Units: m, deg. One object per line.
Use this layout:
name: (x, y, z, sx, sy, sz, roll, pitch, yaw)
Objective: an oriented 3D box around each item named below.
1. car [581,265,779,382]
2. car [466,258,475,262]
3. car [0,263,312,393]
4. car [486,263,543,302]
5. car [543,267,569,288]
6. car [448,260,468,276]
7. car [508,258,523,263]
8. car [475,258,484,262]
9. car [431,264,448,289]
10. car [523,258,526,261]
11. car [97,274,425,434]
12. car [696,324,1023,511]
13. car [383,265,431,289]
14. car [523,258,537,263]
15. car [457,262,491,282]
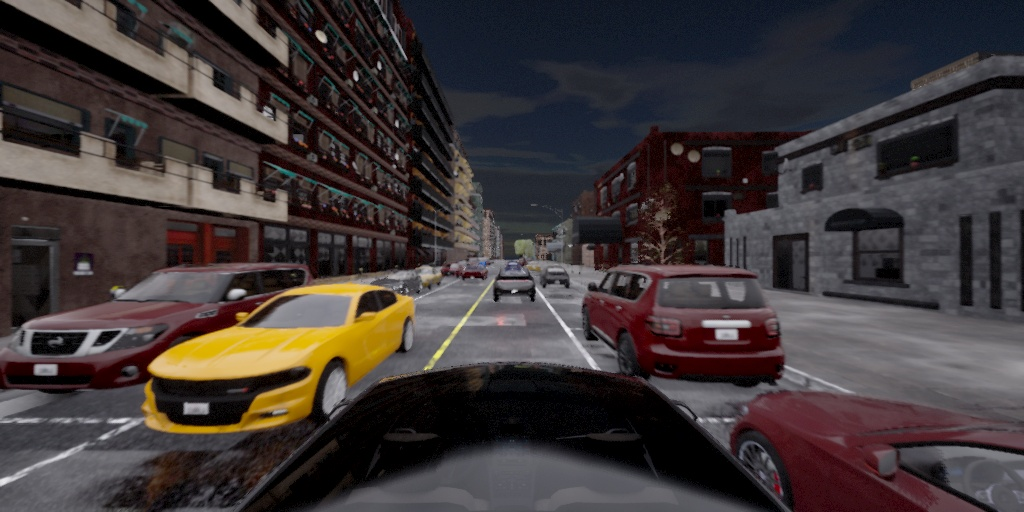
car: (2.692, 1.071, 6.886, 2.192, 1.841, 5.009, 0, 0, 0)
car: (-5.680, 1.254, 40.122, 1.967, 1.591, 4.097, 0, 0, 0)
car: (-5.689, 1.071, 6.887, 2.192, 1.841, 5.009, 0, 0, 0)
car: (0.105, 1.263, 17.311, 2.128, 1.511, 4.902, 0, 0, 0)
car: (2.697, 1.332, 23.503, 2.007, 1.370, 4.403, 0, 0, 0)
car: (-5.681, 1.348, 34.584, 1.888, 1.381, 4.507, 0, 0, 0)
car: (0.112, 1.347, 43.239, 1.812, 1.442, 4.674, 0, 0, 0)
car: (-5.677, 1.154, 51.201, 2.192, 1.841, 5.009, 0, 0, 0)
car: (-5.684, 1.307, 23.335, 1.751, 1.417, 4.829, 0, 0, 0)
car: (2.704, 1.390, 51.198, 2.007, 1.370, 4.403, 0, 0, 0)
car: (-3.078, 1.233, 6.008, 1.882, 1.535, 5.008, 0, 0, 0)
car: (2.690, 1.332, 1.347, 1.802, 1.307, 4.207, 0, 0, 0)
car: (-5.686, 1.323, 17.965, 2.007, 1.370, 4.403, 0, 0, 0)
car: (2.702, 1.352, 45.829, 1.751, 1.417, 4.829, 0, 0, 0)
car: (-3.041, 1.395, 29.966, 1.895, 1.301, 4.718, 0, 0, 0)
